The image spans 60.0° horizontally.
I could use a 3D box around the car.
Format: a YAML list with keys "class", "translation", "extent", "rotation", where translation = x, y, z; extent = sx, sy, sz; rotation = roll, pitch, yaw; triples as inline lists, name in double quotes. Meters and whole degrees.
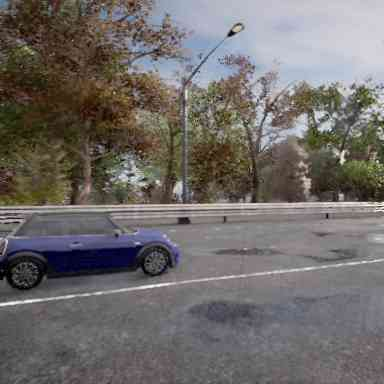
- class: "car"
  translation: [-2.644, 1.320, 8.969]
  extent: [4.553, 1.767, 2.097]
  rotation: [0, 0, -24]
